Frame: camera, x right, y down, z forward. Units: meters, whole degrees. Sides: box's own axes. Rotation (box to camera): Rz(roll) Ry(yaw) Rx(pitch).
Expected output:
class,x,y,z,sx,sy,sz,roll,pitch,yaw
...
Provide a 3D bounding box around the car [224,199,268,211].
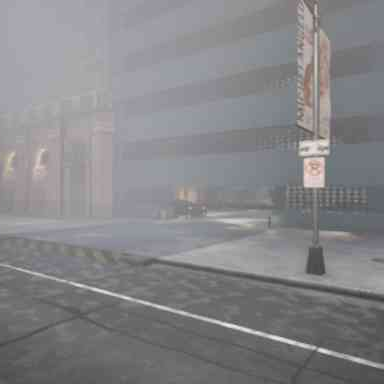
class,x,y,z,sx,sy,sz,roll,pitch,yaw
car,6.058,1.409,37.533,4.718,1.301,1.895,0,0,35

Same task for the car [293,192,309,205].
class,x,y,z,sx,sy,sz,roll,pitch,yaw
car,16.108,0.971,53.085,5.566,2.045,2.435,0,0,35

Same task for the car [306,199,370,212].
class,x,y,z,sx,sy,sz,roll,pitch,yaw
car,11.318,1.303,24.605,4.674,1.452,2.002,0,0,35

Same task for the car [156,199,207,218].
class,x,y,z,sx,sy,sz,roll,pitch,yaw
car,-1.008,1.358,28.323,4.786,1.482,2.161,0,0,35
